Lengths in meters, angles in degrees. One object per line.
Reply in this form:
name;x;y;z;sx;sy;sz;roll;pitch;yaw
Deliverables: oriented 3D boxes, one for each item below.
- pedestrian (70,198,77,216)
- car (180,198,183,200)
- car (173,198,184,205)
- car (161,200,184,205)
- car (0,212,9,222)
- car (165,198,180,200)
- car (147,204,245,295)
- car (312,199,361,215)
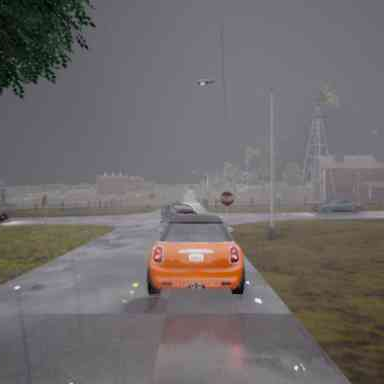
pedestrian;-12.178;1.544;34.227;0.375;1.860;0.375;0;2;0
car;-2.859;1.822;56.173;2.033;1.411;5.357;0;-1;1
car;-2.801;1.993;70.126;1.994;1.385;4.181;0;-1;0
car;-1.062;1.570;23.345;1.837;1.490;4.892;1;0;-16
car;-17.960;1.985;28.281;4.181;1.385;1.994;-1;1;0
car;-2.874;1.674;43.824;1.837;1.490;4.892;0;0;0
car;0.088;1.367;8.936;2.097;1.767;4.553;0;0;0
car;13.481;1.338;31.104;4.181;1.385;1.994;-1;1;-1
